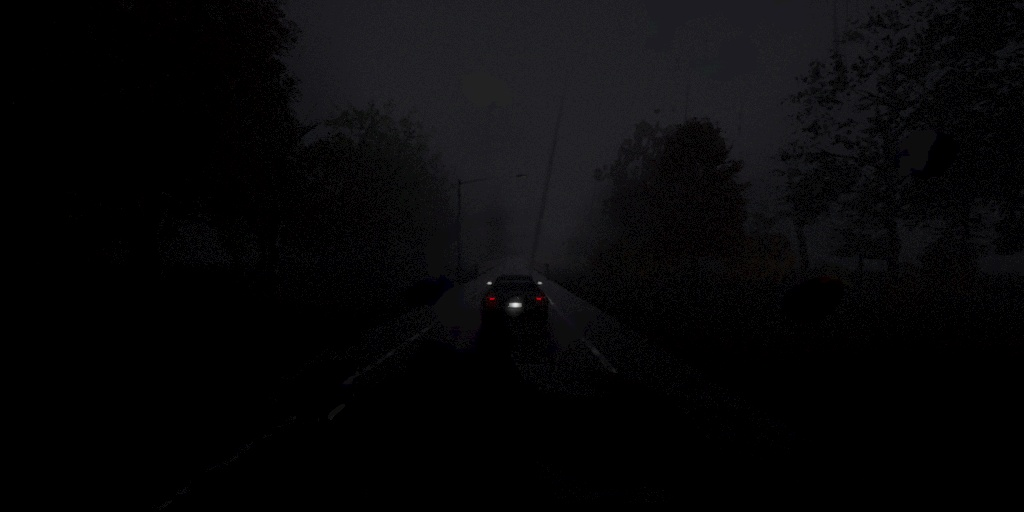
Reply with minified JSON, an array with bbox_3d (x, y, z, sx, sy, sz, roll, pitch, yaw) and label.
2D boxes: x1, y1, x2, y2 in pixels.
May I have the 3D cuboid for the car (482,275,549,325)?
[{"bbox_3d":[0.094,1.317,11.855,1.994,1.385,4.181,0,0,0],"label":"car"}]
